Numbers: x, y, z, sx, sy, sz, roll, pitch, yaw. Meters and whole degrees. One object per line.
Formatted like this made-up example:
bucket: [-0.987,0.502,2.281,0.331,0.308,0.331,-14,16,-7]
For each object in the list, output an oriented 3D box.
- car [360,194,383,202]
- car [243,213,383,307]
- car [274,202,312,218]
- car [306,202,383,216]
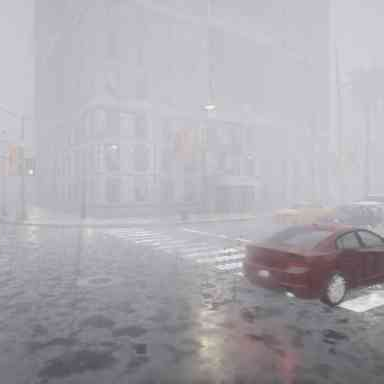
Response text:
car: [16.471,1.221,29.472,5.566,2.045,2.150,0,0,-33]
car: [3.494,1.496,8.067,5.008,1.535,1.882,0,0,-34]
car: [7.993,1.478,23.840,5.008,1.535,1.882,0,0,-34]
car: [9.922,1.547,20.924,5.357,1.411,2.033,0,0,-34]
